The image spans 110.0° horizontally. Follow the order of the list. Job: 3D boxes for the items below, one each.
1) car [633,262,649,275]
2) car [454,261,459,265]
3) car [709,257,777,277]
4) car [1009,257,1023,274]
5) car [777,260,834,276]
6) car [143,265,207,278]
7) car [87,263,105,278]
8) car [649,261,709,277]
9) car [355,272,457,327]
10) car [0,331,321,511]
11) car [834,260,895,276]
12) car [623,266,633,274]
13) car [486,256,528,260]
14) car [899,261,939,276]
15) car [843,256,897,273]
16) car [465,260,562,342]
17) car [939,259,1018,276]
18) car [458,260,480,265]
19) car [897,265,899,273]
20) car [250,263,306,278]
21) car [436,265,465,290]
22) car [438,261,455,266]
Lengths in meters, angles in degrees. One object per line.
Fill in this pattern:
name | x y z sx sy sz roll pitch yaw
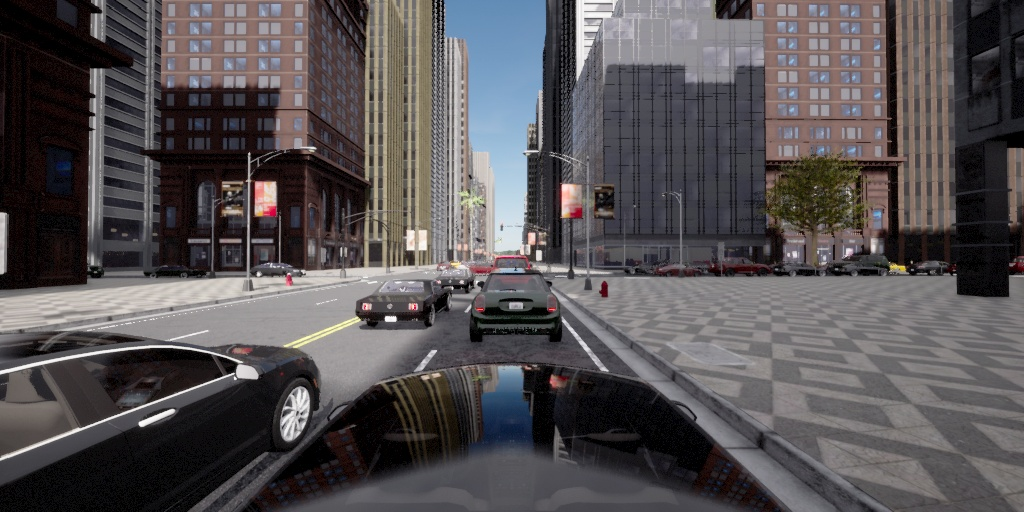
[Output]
car | 16.122 1.317 38.749 4.892 1.490 1.837 0 -1 -1
car | -6.696 1.571 51.903 1.895 1.301 4.718 0 0 0
car | 20.893 1.042 33.057 5.009 1.841 2.192 0 0 -1
car | 49.081 0.974 33.550 5.009 1.841 2.192 0 0 -1
car | 26.530 1.276 33.155 4.313 1.339 1.948 0 0 -1
car | -32.663 1.573 34.903 4.718 1.301 1.895 0 -1 0
car | -43.300 1.242 34.899 5.566 2.045 2.150 0 -1 0
car | 15.254 1.328 32.958 4.207 1.307 1.802 0 0 -1
car | -3.168 1.361 11.587 1.895 1.301 4.718 0 0 0
car | -3.151 1.255 2.267 1.837 1.490 4.892 0 0 0
car | 32.166 1.261 33.254 4.313 1.339 1.948 0 0 -1
car | 15.107 1.413 41.482 4.313 1.339 1.948 0 0 -1
car | -0.036 1.003 19.461 2.150 2.045 5.566 0 0 0
car | 42.522 1.229 36.067 4.674 1.442 1.812 0 -1 -1
car | 37.761 0.975 39.104 5.566 2.045 2.150 0 -1 0
car | 0.081 1.109 9.940 2.097 1.767 4.553 0 0 0
car | 43.442 1.215 33.452 4.507 1.381 1.888 0 0 -1
car | -3.021 1.399 38.347 4.674 1.442 1.812 0 -1 -2
car | 43.129 1.297 41.972 4.829 1.417 1.751 0 0 -1
car | -22.716 1.419 34.914 4.902 1.511 2.128 0 -1 0
car | -3.189 1.388 20.756 1.895 1.301 4.718 0 0 0
car | -9.942 1.504 53.158 1.812 1.442 4.674 0 0 -3
